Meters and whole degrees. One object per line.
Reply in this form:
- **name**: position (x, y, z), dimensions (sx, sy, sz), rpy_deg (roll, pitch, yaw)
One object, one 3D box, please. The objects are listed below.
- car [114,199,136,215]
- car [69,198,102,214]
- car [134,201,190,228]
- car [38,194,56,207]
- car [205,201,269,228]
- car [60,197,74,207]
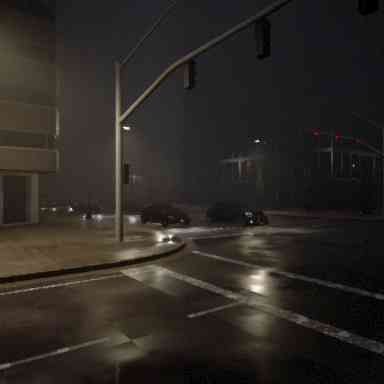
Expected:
- **car**: position (-6.635, 1.533, 35.518), dimensions (1.882, 1.535, 5.008), rpy_deg (0, 0, -36)
- **car**: position (-11.527, 1.656, 36.277), dimensions (1.895, 1.301, 4.718), rpy_deg (0, 0, -36)
- **car**: position (-2.014, 1.581, 23.309), dimensions (1.812, 1.442, 4.674), rpy_deg (0, 0, -36)
- **car**: position (-23.171, 1.336, 52.351), dimensions (2.150, 2.045, 5.566), rpy_deg (0, 0, -36)
- **car**: position (2.992, 1.408, 22.703), dimensions (2.097, 1.767, 4.553), rpy_deg (0, 0, -39)
- **car**: position (-19.844, 1.548, 53.717), dimensions (2.128, 1.511, 4.902), rpy_deg (0, 0, -36)
